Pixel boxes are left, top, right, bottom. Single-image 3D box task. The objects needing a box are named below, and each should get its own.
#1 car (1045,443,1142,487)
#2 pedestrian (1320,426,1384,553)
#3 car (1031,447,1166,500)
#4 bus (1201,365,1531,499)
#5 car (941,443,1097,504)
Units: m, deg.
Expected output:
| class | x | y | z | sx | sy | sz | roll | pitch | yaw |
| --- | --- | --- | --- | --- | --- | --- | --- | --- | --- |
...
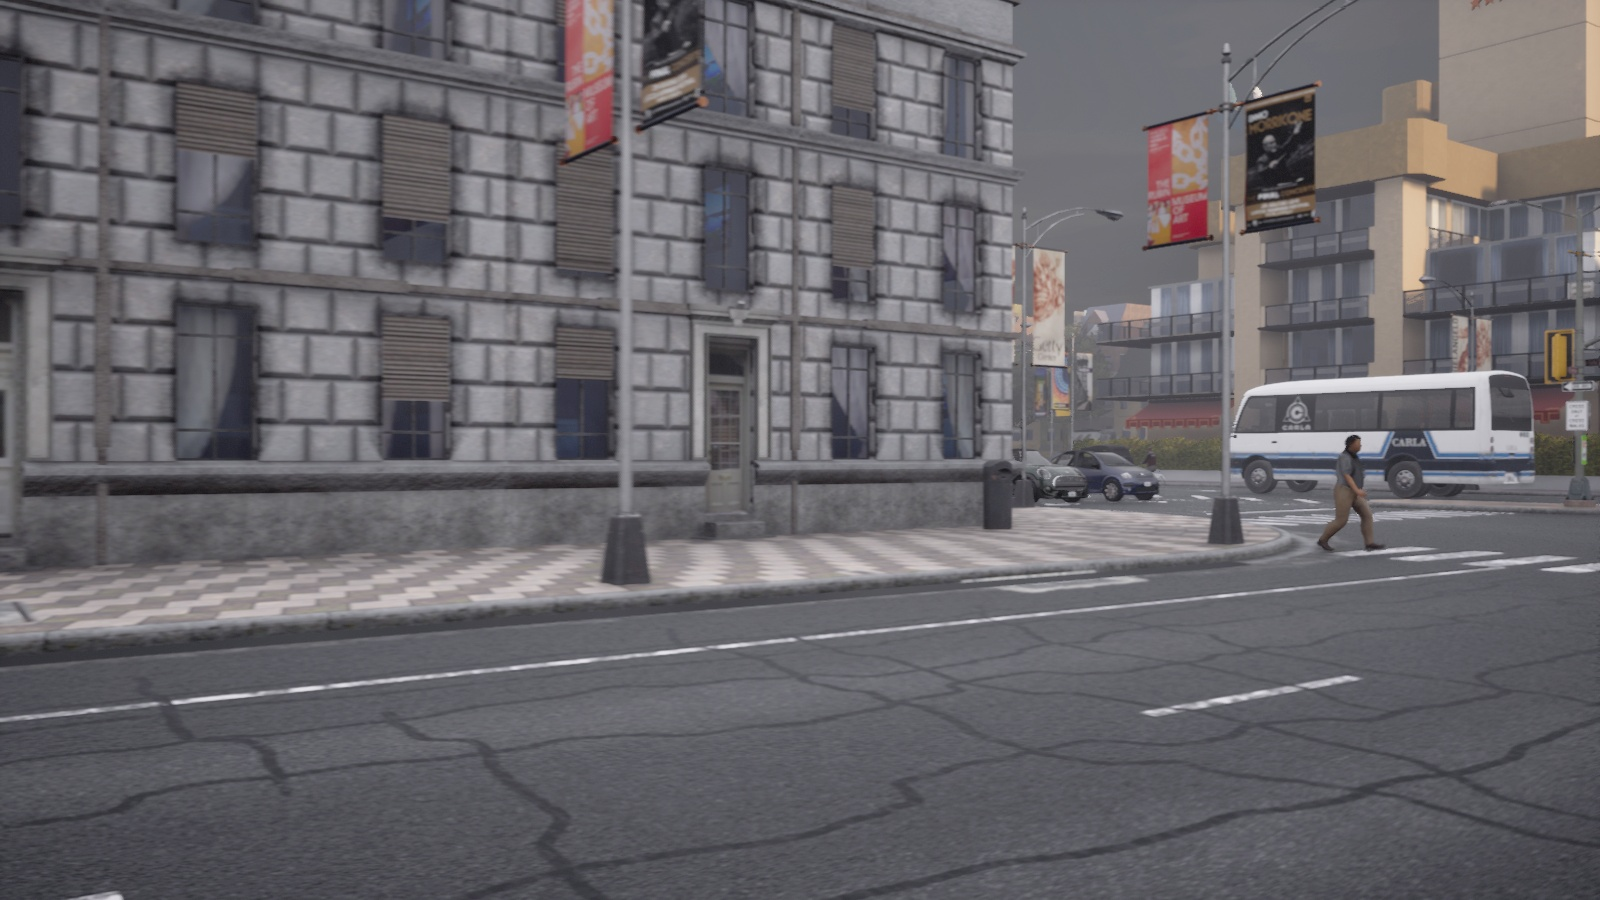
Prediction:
| class | x | y | z | sx | sy | sz | roll | pitch | yaw |
| --- | --- | --- | --- | --- | --- | --- | --- | --- | --- |
| car | 12.921 | 0.650 | 55.472 | 1.905 | 1.878 | 3.866 | 0 | 0 | -35 |
| pedestrian | 8.269 | 0.580 | 18.817 | 0.540 | 1.848 | 0.694 | 0 | 0 | -39 |
| car | 9.539 | 0.722 | 40.380 | 1.851 | 1.617 | 3.988 | 0 | 0 | -35 |
| bus | 20.072 | -0.562 | 45.411 | 3.944 | 4.253 | 10.273 | 0 | 0 | -35 |
| car | 6.618 | 0.684 | 38.448 | 2.097 | 1.767 | 4.553 | 0 | 0 | -35 |
